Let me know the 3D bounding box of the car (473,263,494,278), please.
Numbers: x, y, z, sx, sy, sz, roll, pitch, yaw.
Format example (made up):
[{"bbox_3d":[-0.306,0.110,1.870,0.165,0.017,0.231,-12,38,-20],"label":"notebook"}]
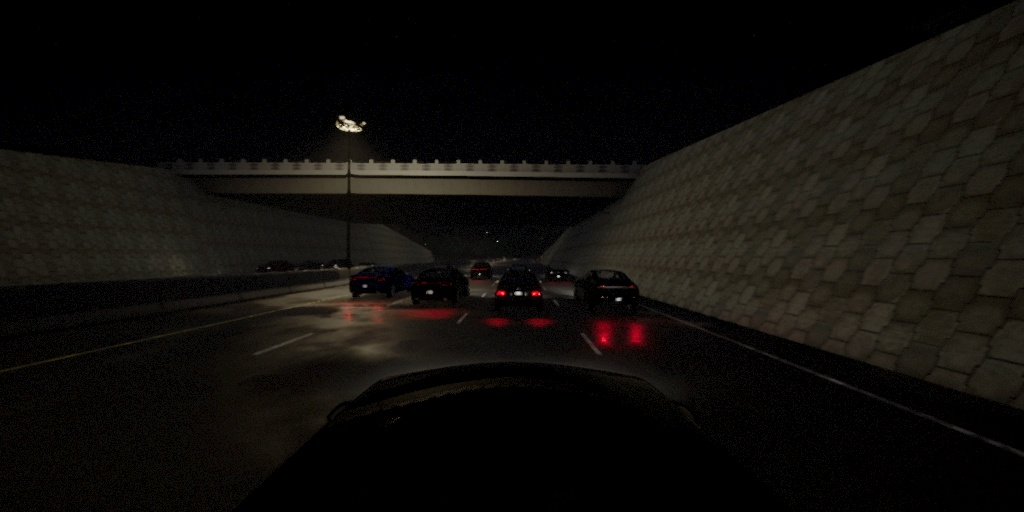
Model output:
[{"bbox_3d":[-2.873,1.376,34.716,1.837,1.490,4.892,0,0,1],"label":"car"}]

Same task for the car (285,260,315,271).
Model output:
[{"bbox_3d":[-23.924,1.278,42.346,2.128,1.511,4.902,0,0,1],"label":"car"}]

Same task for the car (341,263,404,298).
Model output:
[{"bbox_3d":[-6.652,1.262,18.806,1.882,1.535,5.008,0,-1,1],"label":"car"}]

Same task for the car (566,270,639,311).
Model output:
[{"bbox_3d":[3.773,1.317,14.972,2.128,1.511,4.902,0,0,1],"label":"car"}]

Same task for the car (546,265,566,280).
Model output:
[{"bbox_3d":[4.107,1.504,33.524,1.895,1.301,4.718,0,0,1],"label":"car"}]

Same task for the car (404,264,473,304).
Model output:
[{"bbox_3d":[-3.195,1.272,16.696,1.882,1.535,5.008,0,0,1],"label":"car"}]

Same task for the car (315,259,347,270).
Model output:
[{"bbox_3d":[-20.433,1.157,41.907,2.097,1.767,4.553,0,0,1],"label":"car"}]

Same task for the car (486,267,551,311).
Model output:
[{"bbox_3d":[0.273,1.353,14.865,2.033,1.411,5.357,0,0,1],"label":"car"}]

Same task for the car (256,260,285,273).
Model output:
[{"bbox_3d":[-27.433,1.244,41.829,1.882,1.535,5.008,0,0,1],"label":"car"}]

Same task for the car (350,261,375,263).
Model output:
[{"bbox_3d":[-16.937,1.348,41.736,1.812,1.442,4.674,0,0,1],"label":"car"}]

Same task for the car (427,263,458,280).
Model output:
[{"bbox_3d":[-6.396,1.411,33.589,1.994,1.385,4.181,0,0,1],"label":"car"}]

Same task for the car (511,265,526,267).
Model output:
[{"bbox_3d":[0.539,1.418,30.113,2.033,1.411,5.357,0,0,1],"label":"car"}]
